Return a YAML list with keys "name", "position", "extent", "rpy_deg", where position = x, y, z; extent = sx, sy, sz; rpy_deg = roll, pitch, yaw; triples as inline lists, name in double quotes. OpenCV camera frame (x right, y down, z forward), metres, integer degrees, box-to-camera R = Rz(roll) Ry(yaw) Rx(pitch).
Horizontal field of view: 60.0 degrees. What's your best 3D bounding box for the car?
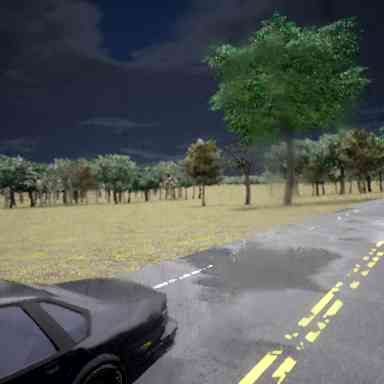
- name: "car"
  position: [-2.364, 1.572, 2.529]
  extent: [2.033, 1.411, 5.357]
  rpy_deg: [-1, 1, 37]
